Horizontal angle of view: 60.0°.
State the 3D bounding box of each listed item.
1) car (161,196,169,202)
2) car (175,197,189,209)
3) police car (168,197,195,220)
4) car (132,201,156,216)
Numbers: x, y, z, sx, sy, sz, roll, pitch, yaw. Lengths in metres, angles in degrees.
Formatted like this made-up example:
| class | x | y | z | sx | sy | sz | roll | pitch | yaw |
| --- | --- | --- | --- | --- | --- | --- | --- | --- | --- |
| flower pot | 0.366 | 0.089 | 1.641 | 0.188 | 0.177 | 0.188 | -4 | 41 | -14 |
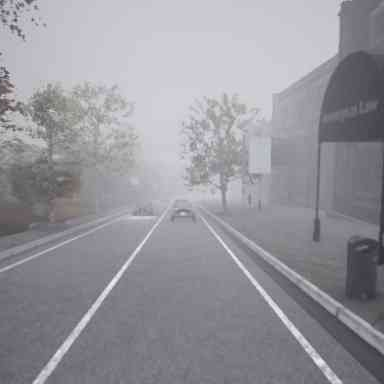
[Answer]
| class | x | y | z | sx | sy | sz | roll | pitch | yaw |
| --- | --- | --- | --- | --- | --- | --- | --- | --- | --- |
| car | -5.829 | 1.487 | 72.955 | 2.033 | 1.411 | 5.357 | 0 | 0 | -2 |
| car | -1.422 | 1.458 | 46.373 | 1.882 | 1.535 | 5.008 | 0 | 0 | -1 |
| police car | -0.760 | 1.491 | 27.726 | 2.038 | 1.542 | 4.974 | 0 | 0 | -2 |
| car | -4.606 | 1.570 | 32.405 | 1.994 | 1.385 | 4.181 | 0 | 0 | -2 |
